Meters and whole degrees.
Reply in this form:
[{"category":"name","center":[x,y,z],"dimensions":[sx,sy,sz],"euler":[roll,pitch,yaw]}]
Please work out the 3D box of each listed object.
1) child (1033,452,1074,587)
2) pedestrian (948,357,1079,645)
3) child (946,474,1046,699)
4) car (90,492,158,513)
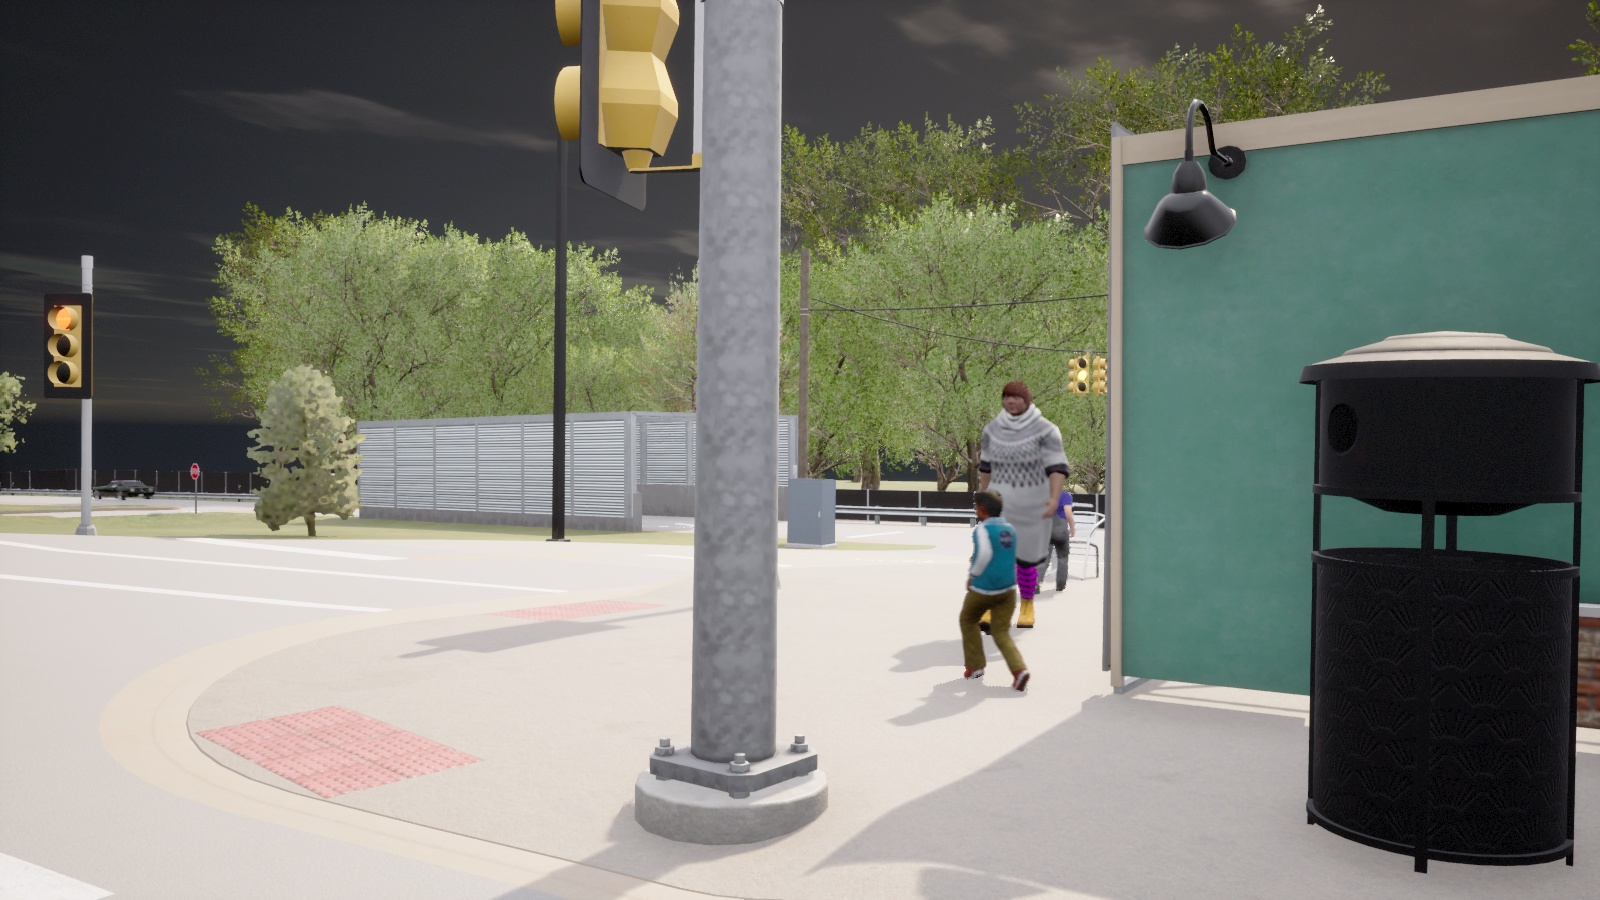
[{"category":"child","center":[2.441,0.659,12.076],"dimensions":[0.270,1.263,0.437],"euler":[0,1,27]},{"category":"pedestrian","center":[1.547,0.338,9.038],"dimensions":[0.659,1.952,0.873],"euler":[0,1,30]},{"category":"child","center":[1.093,0.740,7.020],"dimensions":[0.343,1.192,0.448],"euler":[-1,1,-29]},{"category":"car","center":[-44.290,3.429,82.207],"dimensions":[4.718,1.301,1.895],"euler":[-1,0,34]}]
